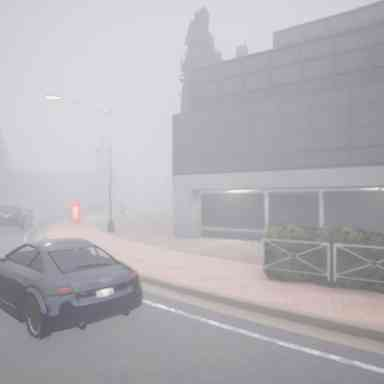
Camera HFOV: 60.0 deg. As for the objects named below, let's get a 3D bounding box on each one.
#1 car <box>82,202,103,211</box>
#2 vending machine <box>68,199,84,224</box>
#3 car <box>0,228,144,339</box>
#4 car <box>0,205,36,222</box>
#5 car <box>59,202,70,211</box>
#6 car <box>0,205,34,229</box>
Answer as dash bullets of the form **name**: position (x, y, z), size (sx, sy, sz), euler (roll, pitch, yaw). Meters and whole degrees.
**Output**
- **car**: position (-16.907, 2.333, 55.874), size (1.812, 1.442, 4.674), euler (-1, -1, 27)
- **vending machine**: position (-9.684, 1.607, 27.776), size (1.100, 2.100, 0.880), euler (0, -1, -12)
- **car**: position (-2.881, 1.670, 6.930), size (4.181, 1.385, 1.994), euler (-1, -1, 44)
- **car**: position (-18.042, 2.094, 33.771), size (2.033, 1.411, 5.357), euler (0, -1, -2)
- **car**: position (-20.466, 2.368, 56.537), size (1.812, 1.442, 4.674), euler (-1, -1, 25)
- **car**: position (-13.012, 1.745, 24.269), size (2.097, 1.767, 4.553), euler (0, -1, -17)
